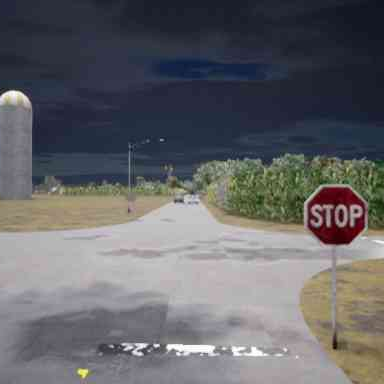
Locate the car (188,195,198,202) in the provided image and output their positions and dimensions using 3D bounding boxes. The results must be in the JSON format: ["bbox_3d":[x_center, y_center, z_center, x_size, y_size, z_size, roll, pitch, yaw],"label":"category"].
[{"bbox_3d":[0.189,1.301,71.305,2.033,1.411,5.357,0,0,0],"label":"car"}]

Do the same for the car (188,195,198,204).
[{"bbox_3d":[0.162,1.545,61.328,1.895,1.301,4.718,0,0,0],"label":"car"}]

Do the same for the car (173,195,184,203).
[{"bbox_3d":[-2.577,1.415,65.477,1.882,1.535,5.008,0,0,0],"label":"car"}]
